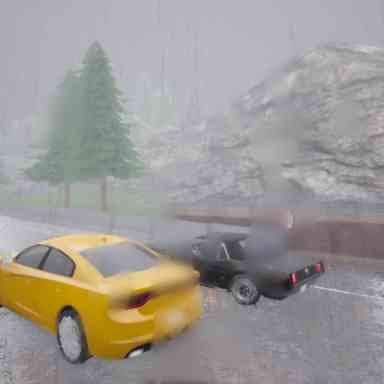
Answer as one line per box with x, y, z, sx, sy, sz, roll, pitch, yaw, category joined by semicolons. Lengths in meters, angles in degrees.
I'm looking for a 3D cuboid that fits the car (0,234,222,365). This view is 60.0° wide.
-2.085;1.520;6.056;5.008;1.535;1.882;0;0;41;car

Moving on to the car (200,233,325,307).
0.613;1.677;8.297;4.718;1.301;1.895;0;0;41;car
